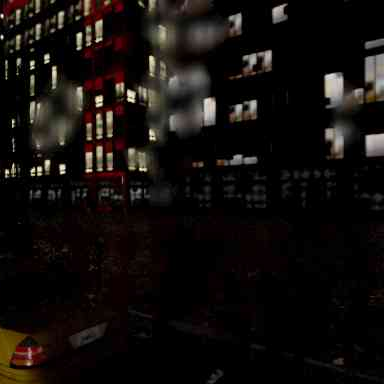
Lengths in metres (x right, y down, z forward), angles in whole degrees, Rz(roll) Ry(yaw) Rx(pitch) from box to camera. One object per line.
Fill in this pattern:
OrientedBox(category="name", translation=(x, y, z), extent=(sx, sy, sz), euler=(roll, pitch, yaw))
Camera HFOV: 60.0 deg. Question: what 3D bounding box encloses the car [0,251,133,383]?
OrientedBox(category="car", translation=(-3.027, 1.585, 5.028), extent=(4.829, 1.417, 1.752), euler=(-1, 0, 35))
